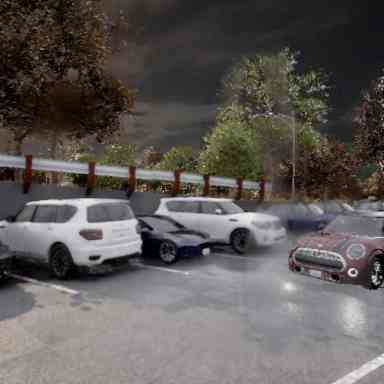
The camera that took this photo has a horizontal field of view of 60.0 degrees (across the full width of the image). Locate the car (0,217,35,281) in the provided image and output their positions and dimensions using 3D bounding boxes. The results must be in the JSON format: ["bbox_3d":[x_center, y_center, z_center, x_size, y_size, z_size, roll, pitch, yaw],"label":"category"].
[{"bbox_3d":[-6.462,1.488,8.390,4.892,1.521,2.231,-1,0,35],"label":"car"}]

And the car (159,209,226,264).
[{"bbox_3d":[-1.516,1.512,11.899,4.792,1.488,2.163,-1,-1,34],"label":"car"}]

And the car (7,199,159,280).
[{"bbox_3d":[-4.030,1.234,10.182,5.566,2.045,2.435,-1,0,34],"label":"car"}]

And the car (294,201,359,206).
[{"bbox_3d":[5.813,1.351,17.196,4.553,1.767,2.185,-1,-1,35],"label":"car"}]

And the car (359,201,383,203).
[{"bbox_3d":[8.273,1.349,18.959,4.553,1.767,2.185,-1,-1,34],"label":"car"}]

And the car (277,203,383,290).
[{"bbox_3d":[4.768,1.346,9.233,4.553,1.767,2.097,0,0,-35],"label":"car"}]

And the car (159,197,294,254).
[{"bbox_3d":[0.941,1.229,13.661,5.566,2.045,2.435,-1,-1,34],"label":"car"}]
